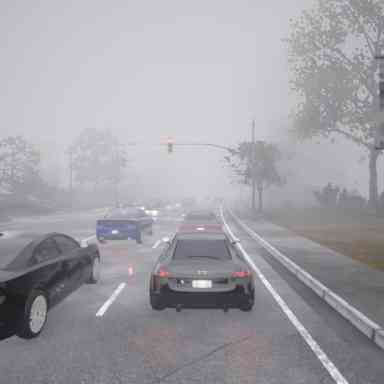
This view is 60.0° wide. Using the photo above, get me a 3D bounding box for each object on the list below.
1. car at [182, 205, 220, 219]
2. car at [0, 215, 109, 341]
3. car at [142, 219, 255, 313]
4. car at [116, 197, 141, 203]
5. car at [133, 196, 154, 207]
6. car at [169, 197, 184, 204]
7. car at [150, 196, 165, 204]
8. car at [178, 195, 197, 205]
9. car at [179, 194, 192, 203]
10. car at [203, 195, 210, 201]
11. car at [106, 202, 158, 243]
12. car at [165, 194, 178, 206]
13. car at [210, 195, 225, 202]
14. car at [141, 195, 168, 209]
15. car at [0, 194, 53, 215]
[{"bbox_3d":[0.438,1.563,16.179,1.994,1.385,4.181,0,0,2],"label":"car"},{"bbox_3d":[-3.304,1.477,6.615,1.882,1.535,5.008,0,0,1],"label":"car"},{"bbox_3d":[0.215,1.564,7.778,1.994,1.385,4.181,0,0,1],"label":"car"},{"bbox_3d":[-8.578,1.490,43.436,2.128,1.511,4.902,0,0,5],"label":"car"},{"bbox_3d":[-7.675,1.489,52.619,2.128,1.511,4.902,0,0,6],"label":"car"},{"bbox_3d":[-2.914,1.598,62.896,1.895,1.301,4.718,0,0,8],"label":"car"},{"bbox_3d":[-6.486,1.561,62.559,1.994,1.385,4.181,0,0,7],"label":"car"},{"bbox_3d":[-0.374,1.489,53.125,2.128,1.511,4.902,0,0,6],"label":"car"},{"bbox_3d":[-1.465,1.352,73.058,2.097,1.767,4.553,0,0,8],"label":"car"},{"bbox_3d":[3.896,1.496,84.250,1.837,1.490,4.892,0,0,10],"label":"car"},{"bbox_3d":[-3.070,1.477,16.014,1.882,1.535,5.008,0,0,2],"label":"car"},{"bbox_3d":[-4.034,1.502,53.771,1.837,1.490,4.892,0,0,7],"label":"car"},{"bbox_3d":[5.802,1.469,74.258,1.882,1.535,5.008,0,0,9],"label":"car"},{"bbox_3d":[-4.966,1.490,44.517,2.128,1.511,4.902,0,0,5],"label":"car"},{"bbox_3d":[-16.807,1.223,33.049,5.566,2.045,2.150,0,0,4],"label":"car"}]
